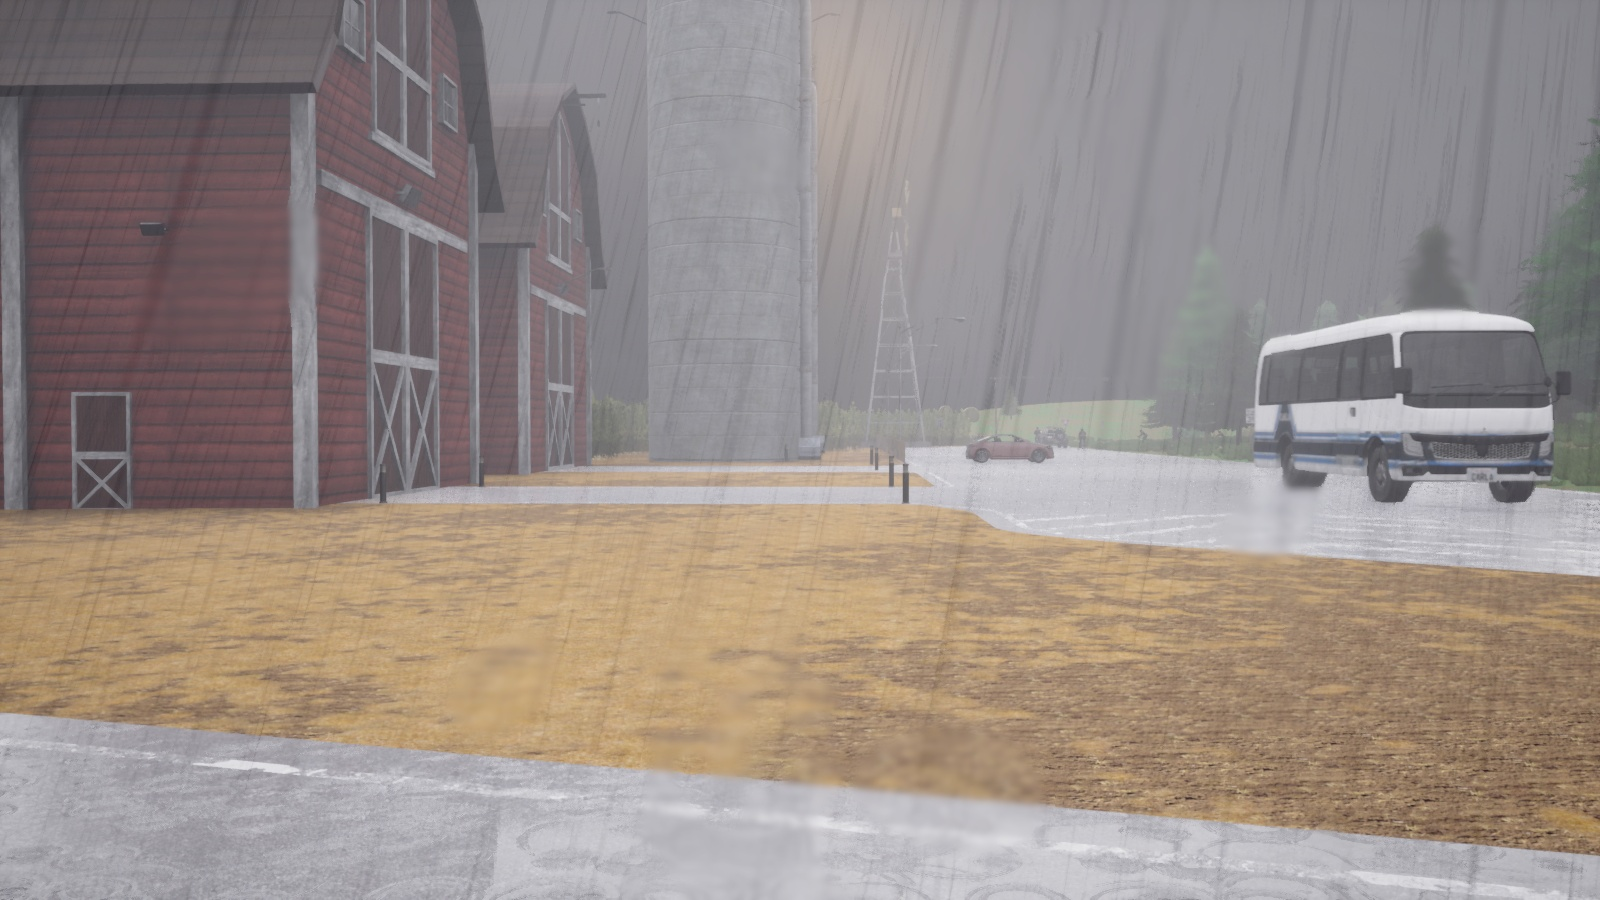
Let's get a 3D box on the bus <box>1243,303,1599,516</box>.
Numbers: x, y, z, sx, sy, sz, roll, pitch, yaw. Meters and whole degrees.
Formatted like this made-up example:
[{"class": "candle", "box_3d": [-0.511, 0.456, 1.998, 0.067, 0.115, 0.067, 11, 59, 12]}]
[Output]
[{"class": "bus", "box_3d": [14.332, -0.909, 30.355, 3.944, 4.253, 10.273, 0, 1, 2]}]
